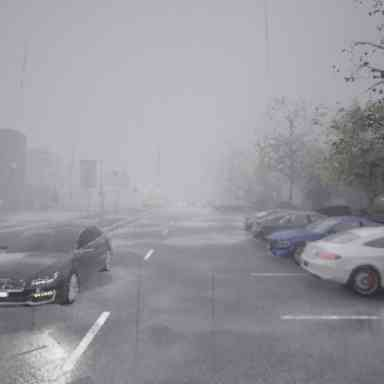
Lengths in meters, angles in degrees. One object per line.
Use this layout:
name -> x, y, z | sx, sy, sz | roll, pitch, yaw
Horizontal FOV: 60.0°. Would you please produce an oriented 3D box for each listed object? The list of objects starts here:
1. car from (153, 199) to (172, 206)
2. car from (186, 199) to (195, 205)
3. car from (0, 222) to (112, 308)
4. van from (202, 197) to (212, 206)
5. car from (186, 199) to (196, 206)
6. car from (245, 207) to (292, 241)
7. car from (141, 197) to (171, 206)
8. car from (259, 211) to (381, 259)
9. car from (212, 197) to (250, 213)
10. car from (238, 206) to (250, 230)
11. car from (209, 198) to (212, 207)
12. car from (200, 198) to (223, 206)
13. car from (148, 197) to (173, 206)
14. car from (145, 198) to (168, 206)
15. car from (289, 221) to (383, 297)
car -> -7.484, 2.619, 84.801 | 4.553, 1.767, 2.185 | 0, -2, -1
car -> -0.341, 2.691, 85.776 | 1.882, 1.535, 5.008 | 0, -2, 2
car -> -3.330, 1.571, 8.297 | 1.837, 1.490, 4.892 | 0, 0, 0
van -> 4.821, 1.921, 66.164 | 4.442, 1.987, 1.878 | 0, -1, 0
car -> -0.235, 2.433, 75.740 | 1.837, 1.490, 4.892 | 0, -2, -1
car -> 5.089, 1.597, 14.586 | 4.892, 1.521, 2.231 | 0, 0, 0
car -> -7.520, 2.154, 66.707 | 5.366, 1.575, 1.946 | 0, -1, 0
car -> 5.098, 1.570, 11.313 | 5.008, 1.535, 2.097 | 0, 0, 0
car -> 5.146, 1.687, 42.199 | 4.553, 1.767, 2.185 | 0, 0, 0
car -> 5.094, 1.661, 17.862 | 4.674, 1.452, 2.002 | 0, 0, 0
car -> 5.075, 1.880, 45.367 | 4.674, 1.452, 2.002 | 0, 0, 0
car -> 4.751, 2.419, 82.793 | 5.566, 2.045, 2.435 | 0, -2, -1
car -> -7.411, 2.268, 78.857 | 5.566, 2.045, 2.435 | 0, -2, -1
car -> -7.327, 2.105, 69.629 | 4.553, 1.767, 2.185 | 0, -1, 0
car -> 5.088, 1.585, 8.164 | 4.674, 1.452, 2.002 | 0, 0, 0
